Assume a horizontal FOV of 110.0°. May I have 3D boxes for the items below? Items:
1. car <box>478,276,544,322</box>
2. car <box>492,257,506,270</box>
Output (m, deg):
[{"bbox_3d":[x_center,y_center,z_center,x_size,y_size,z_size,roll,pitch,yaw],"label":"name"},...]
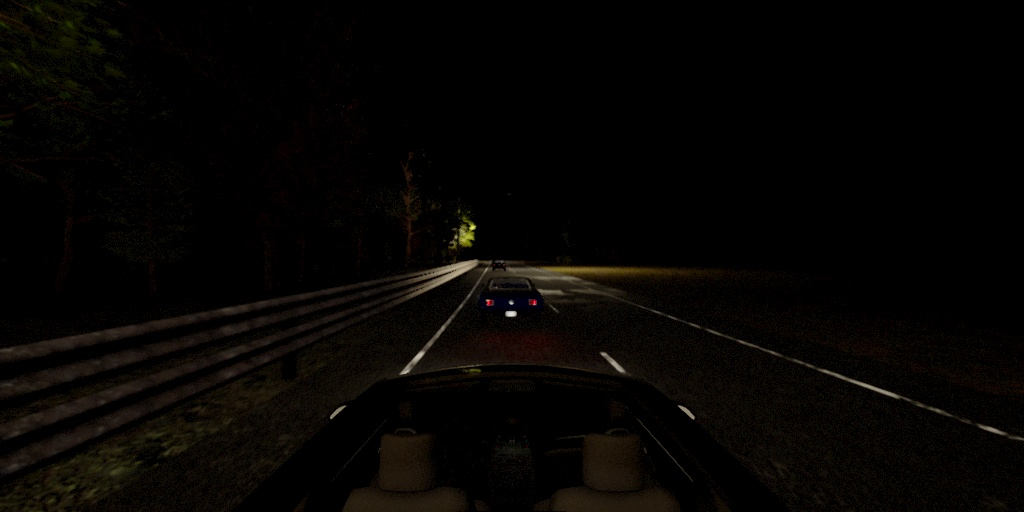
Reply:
[{"bbox_3d":[-0.117,1.338,12.328,1.895,1.301,4.718,0,0,-3],"label":"car"},{"bbox_3d":[-1.774,1.224,49.232,2.033,1.411,5.357,0,0,-3],"label":"car"}]
